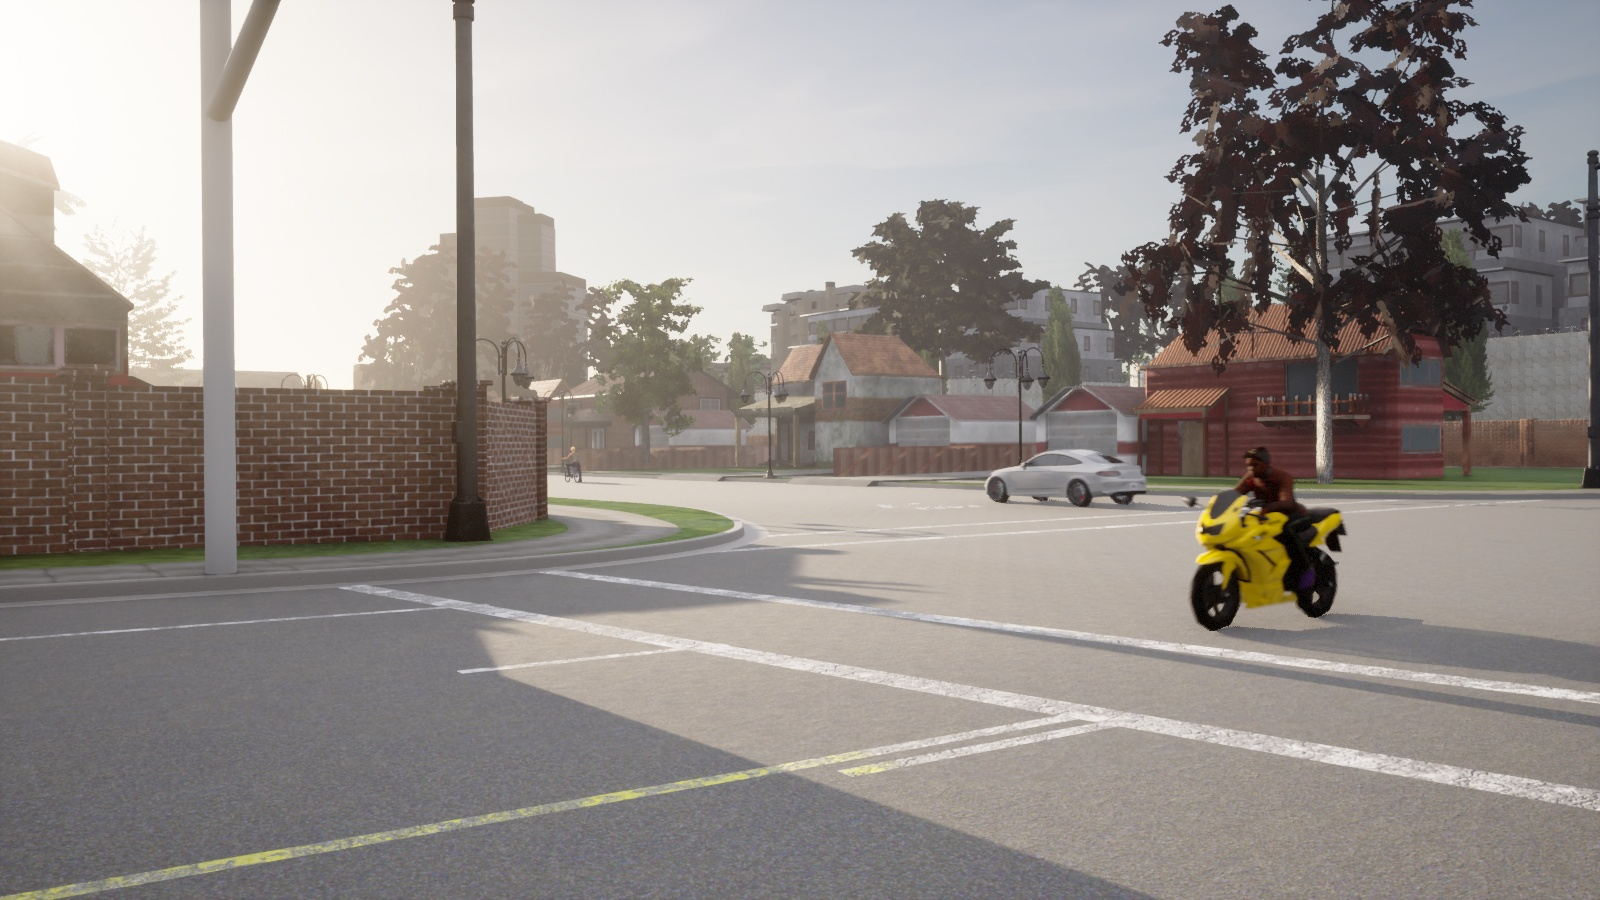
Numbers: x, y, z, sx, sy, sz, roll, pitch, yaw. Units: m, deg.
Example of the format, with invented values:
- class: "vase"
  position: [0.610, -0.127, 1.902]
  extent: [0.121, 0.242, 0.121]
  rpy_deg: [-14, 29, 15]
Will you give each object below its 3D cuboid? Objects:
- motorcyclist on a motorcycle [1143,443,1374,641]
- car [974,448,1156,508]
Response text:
- class: "motorcyclist on a motorcycle"
  position: [3.907, 0.711, 10.644]
  extent: [2.044, 1.523, 0.797]
  rpy_deg: [0, 0, -35]
- class: "car"
  position: [6.883, 0.680, 33.105]
  extent: [1.812, 1.442, 4.674]
  rpy_deg: [-1, 1, -36]
